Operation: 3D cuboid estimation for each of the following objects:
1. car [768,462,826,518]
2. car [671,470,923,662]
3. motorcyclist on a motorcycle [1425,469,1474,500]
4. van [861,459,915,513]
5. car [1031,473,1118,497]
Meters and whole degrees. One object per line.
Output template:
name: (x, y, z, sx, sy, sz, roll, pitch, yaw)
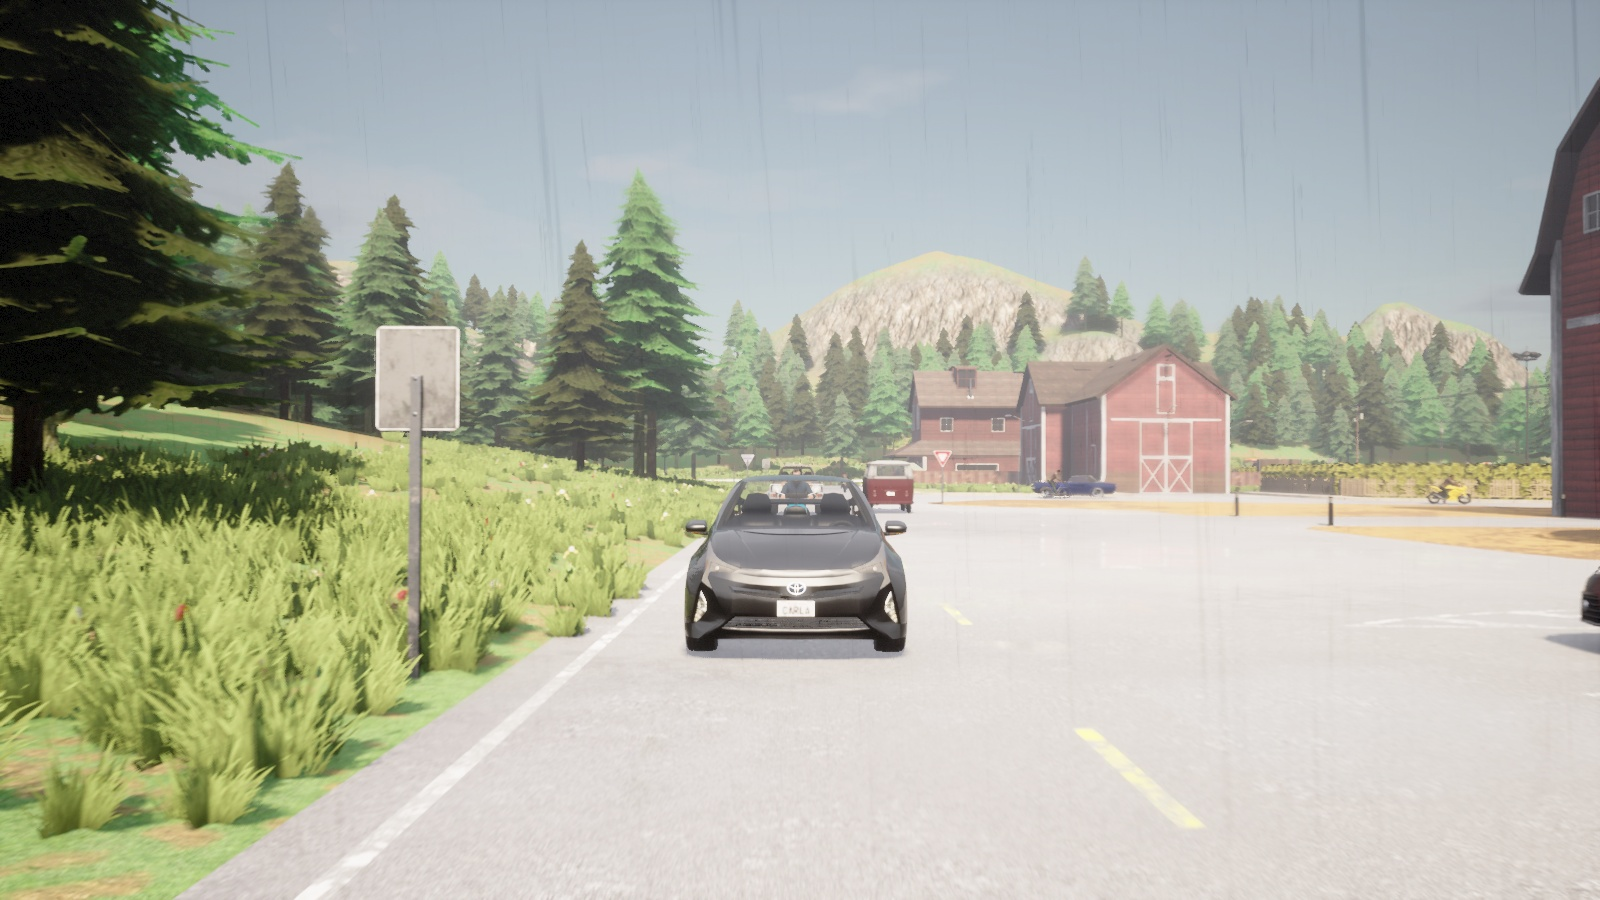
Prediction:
car: (-0.108, 1.375, 44.445, 1.932, 1.855, 4.605, 0, -1, 0)
car: (-0.030, 0.968, 12.308, 2.007, 1.525, 4.514, 0, -1, 0)
motorcyclist on a motorcycle: (32.536, 1.709, 62.935, 2.044, 1.523, 0.797, 0, -1, 19)
van: (3.381, 1.371, 48.880, 1.775, 1.987, 4.442, 0, -1, 0)
car: (15.655, 1.973, 71.604, 4.718, 1.301, 1.895, 0, -1, 17)
